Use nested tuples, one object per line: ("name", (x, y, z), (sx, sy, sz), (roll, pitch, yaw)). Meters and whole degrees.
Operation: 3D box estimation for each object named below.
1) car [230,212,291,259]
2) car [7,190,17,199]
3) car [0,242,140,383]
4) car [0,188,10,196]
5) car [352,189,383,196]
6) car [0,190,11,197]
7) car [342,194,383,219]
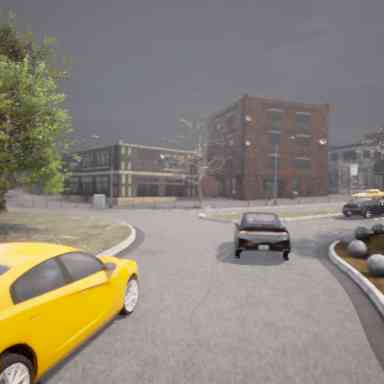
("car", (2.521, 1.508, 12.742), (2.128, 1.511, 4.902), (1, 0, 7))
("car", (-38.383, 0.473, 67.037), (4.553, 1.767, 2.185), (1, 1, -33))
("car", (-2.295, 1.436, 4.634), (1.882, 1.535, 5.008), (1, -1, 11))
("car", (-47.511, -0.020, 80.991), (5.566, 2.045, 2.435), (1, 1, -33))
("car", (23.870, 0.383, 44.954), (5.366, 1.575, 1.946), (-3, 2, -22))
("car", (-44.572, 0.356, 76.430), (5.008, 1.535, 2.097), (1, 1, -33))
("car", (14.190, 1.271, 26.909), (4.892, 1.490, 1.837), (-2, 2, -31))
